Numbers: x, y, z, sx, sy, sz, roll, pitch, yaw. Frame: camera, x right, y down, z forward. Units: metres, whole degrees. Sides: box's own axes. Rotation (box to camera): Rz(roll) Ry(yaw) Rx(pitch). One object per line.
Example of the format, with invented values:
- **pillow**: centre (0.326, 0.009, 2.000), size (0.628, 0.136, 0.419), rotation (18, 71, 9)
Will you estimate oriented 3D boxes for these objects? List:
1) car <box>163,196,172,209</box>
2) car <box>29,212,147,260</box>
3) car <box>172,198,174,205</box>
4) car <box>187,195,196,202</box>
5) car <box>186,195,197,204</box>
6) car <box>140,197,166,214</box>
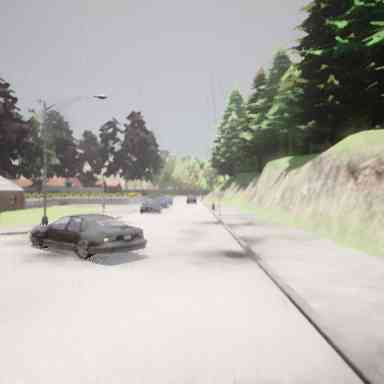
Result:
- **car**: centre (-4.098, 1.374, 44.017), size (1.882, 1.535, 5.008), rotation (0, 0, 1)
- **car**: centre (-4.038, 1.518, 12.396), size (5.357, 1.411, 2.033), rotation (0, 0, 40)
- **car**: centre (-4.040, 1.364, 54.108), size (2.128, 1.511, 4.902), rotation (0, 0, 0)
- **car**: centre (-0.051, 1.298, 69.013), size (1.812, 1.442, 4.674), rotation (0, 0, 0)
- **car**: centre (-0.043, 1.353, 58.653), size (2.128, 1.511, 4.902), rotation (0, 0, 0)
- **car**: centre (-4.121, 1.484, 34.013), size (1.994, 1.385, 4.181), rotation (0, 0, 0)
